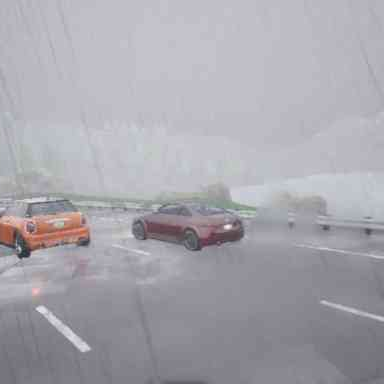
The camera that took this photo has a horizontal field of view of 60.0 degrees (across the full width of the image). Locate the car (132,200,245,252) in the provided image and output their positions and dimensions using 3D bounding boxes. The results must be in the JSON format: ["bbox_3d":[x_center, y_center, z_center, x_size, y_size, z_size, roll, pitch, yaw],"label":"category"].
[{"bbox_3d":[-0.286,0.968,11.176,1.994,1.385,4.181,-5,4,-41],"label":"car"}]

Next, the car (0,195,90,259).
[{"bbox_3d":[-5.413,0.975,11.475,2.097,1.767,4.553,-6,4,-43],"label":"car"}]
